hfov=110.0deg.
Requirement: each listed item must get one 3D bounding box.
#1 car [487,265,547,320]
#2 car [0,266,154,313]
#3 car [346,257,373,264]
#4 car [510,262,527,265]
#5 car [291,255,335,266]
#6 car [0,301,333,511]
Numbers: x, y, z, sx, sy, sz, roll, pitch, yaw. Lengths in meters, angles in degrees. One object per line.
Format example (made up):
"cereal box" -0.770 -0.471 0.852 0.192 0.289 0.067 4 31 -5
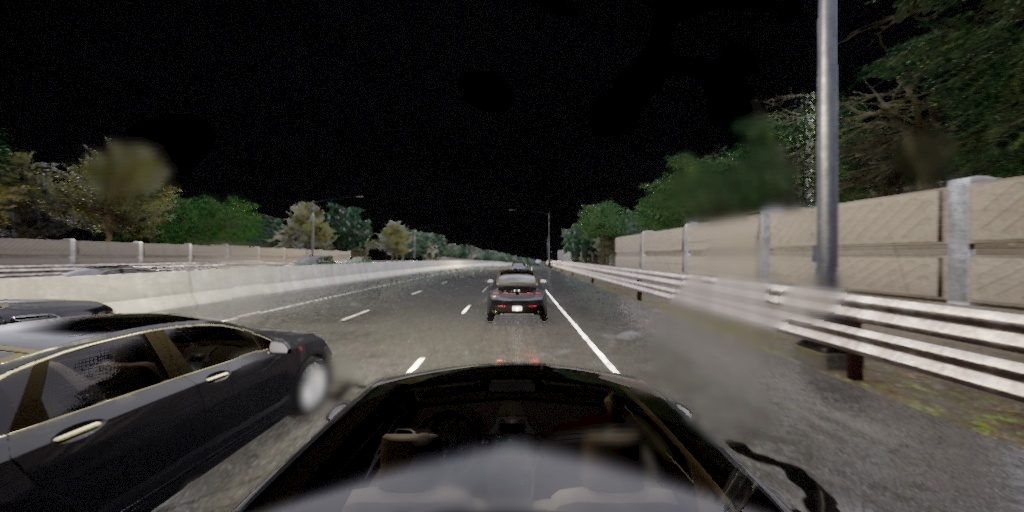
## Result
"car" 0.170 1.221 12.494 1.837 1.490 4.892 0 0 1
"car" -6.890 0.964 3.044 2.150 2.045 5.566 0 0 0
"car" -23.306 1.101 54.855 2.150 2.045 5.566 0 0 3
"car" 0.668 1.308 36.896 1.994 1.385 4.181 0 0 2
"car" -20.597 0.972 37.294 2.150 2.045 5.566 0 1 2
"car" -3.387 1.249 3.026 1.837 1.490 4.892 0 0 0
